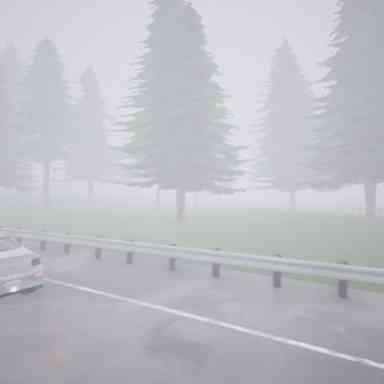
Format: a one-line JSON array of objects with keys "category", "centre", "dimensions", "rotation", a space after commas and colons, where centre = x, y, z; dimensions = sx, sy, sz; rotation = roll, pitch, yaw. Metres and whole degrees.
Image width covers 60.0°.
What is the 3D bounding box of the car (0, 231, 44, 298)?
[{"category": "car", "centre": [-5.169, 1.513, 7.357], "dimensions": [4.674, 1.442, 1.812], "rotation": [0, 0, 34]}]
